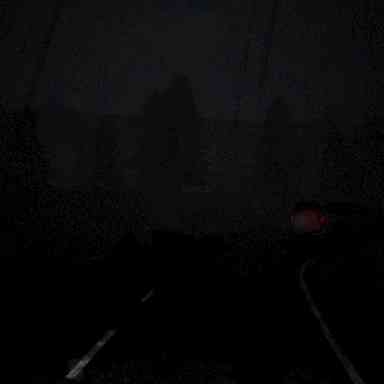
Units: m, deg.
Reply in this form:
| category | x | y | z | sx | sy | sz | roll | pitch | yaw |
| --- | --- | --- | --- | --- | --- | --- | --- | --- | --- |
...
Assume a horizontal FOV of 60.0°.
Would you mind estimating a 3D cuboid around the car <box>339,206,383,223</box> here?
| category | x | y | z | sx | sy | sz | roll | pitch | yaw |
| --- | --- | --- | --- | --- | --- | --- | --- | --- | --- |
| car | 15.697 | 1.989 | 29.838 | 4.181 | 1.385 | 1.994 | 1 | -1 | -12 |

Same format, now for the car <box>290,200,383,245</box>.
| category | x | y | z | sx | sy | sz | roll | pitch | yaw |
| --- | --- | --- | --- | --- | --- | --- | --- | --- | --- |
| car | 7.561 | 1.455 | 17.010 | 5.566 | 2.045 | 2.150 | 1 | -2 | -28 |
